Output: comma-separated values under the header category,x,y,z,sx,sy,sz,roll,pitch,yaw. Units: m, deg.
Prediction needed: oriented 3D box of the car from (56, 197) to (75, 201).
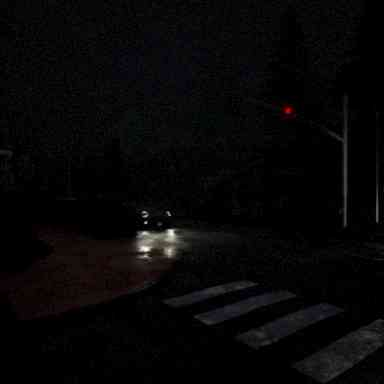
category,x,y,z,sx,sy,sz,roll,pitch,yaw
car,-14.174,1.459,36.470,1.812,1.442,4.674,1,0,-35

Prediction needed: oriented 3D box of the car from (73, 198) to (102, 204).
category,x,y,z,sx,sy,sz,roll,pitch,yaw
car,-8.387,1.497,28.363,1.994,1.385,4.181,1,0,-35

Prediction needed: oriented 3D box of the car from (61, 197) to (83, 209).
category,x,y,z,sx,sy,sz,roll,pitch,yaw
car,-16.863,1.496,46.605,1.812,1.442,4.674,1,0,-36

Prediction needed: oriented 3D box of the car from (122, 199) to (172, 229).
category,x,y,z,sx,sy,sz,roll,pitch,yaw
car,-3.136,1.286,21.010,2.097,1.767,4.553,1,0,-35
